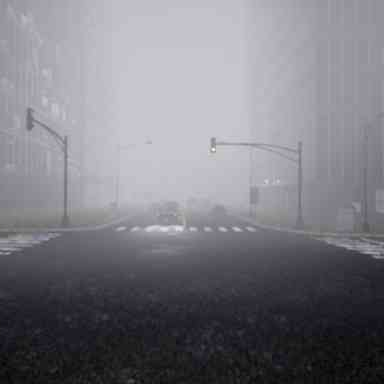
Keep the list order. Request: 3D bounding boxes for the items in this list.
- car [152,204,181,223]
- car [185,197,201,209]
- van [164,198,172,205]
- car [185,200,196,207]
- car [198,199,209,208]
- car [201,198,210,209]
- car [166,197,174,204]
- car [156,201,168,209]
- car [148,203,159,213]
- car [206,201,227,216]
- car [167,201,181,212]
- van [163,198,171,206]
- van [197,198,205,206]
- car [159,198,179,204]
[{"bbox_3d":[-2.150,1.995,29.528,1.895,1.301,4.718,0,-1,-2],"label":"car"},{"bbox_3d":[0.014,2.008,60.541,2.150,2.045,5.566,0,-1,-1],"label":"car"},{"bbox_3d":[-5.985,2.379,83.599,1.690,1.788,3.998,0,-1,-1],"label":"van"},{"bbox_3d":[-0.346,2.433,70.877,2.128,1.511,4.902,0,-1,-1],"label":"car"},{"bbox_3d":[2.310,2.315,67.220,1.967,1.590,4.097,0,-1,-1],"label":"car"},{"bbox_3d":[2.450,2.125,61.695,2.192,1.841,5.009,0,-1,-1],"label":"car"},{"bbox_3d":[-6.264,2.484,94.650,2.192,1.841,5.009,0,-1,-1],"label":"car"},{"bbox_3d":[-5.428,2.343,61.494,1.947,1.339,4.313,0,-1,-1],"label":"car"},{"bbox_3d":[-5.011,2.159,44.918,1.802,1.307,4.206,0,-1,-1],"label":"car"},{"bbox_3d":[3.056,2.106,39.593,1.947,1.339,4.313,0,-1,-1],"label":"car"},{"bbox_3d":[-2.693,2.210,51.165,2.033,1.411,5.357,0,-1,-1],"label":"car"},{"bbox_3d":[-5.846,2.314,78.074,1.690,1.788,3.998,0,-1,-1],"label":"van"},{"bbox_3d":[2.031,2.346,78.272,1.690,1.788,3.998,0,-1,-1],"label":"van"},{"bbox_3d":[-2.414,1.874,39.798,2.097,1.767,4.553,0,-1,-2],"label":"car"}]
